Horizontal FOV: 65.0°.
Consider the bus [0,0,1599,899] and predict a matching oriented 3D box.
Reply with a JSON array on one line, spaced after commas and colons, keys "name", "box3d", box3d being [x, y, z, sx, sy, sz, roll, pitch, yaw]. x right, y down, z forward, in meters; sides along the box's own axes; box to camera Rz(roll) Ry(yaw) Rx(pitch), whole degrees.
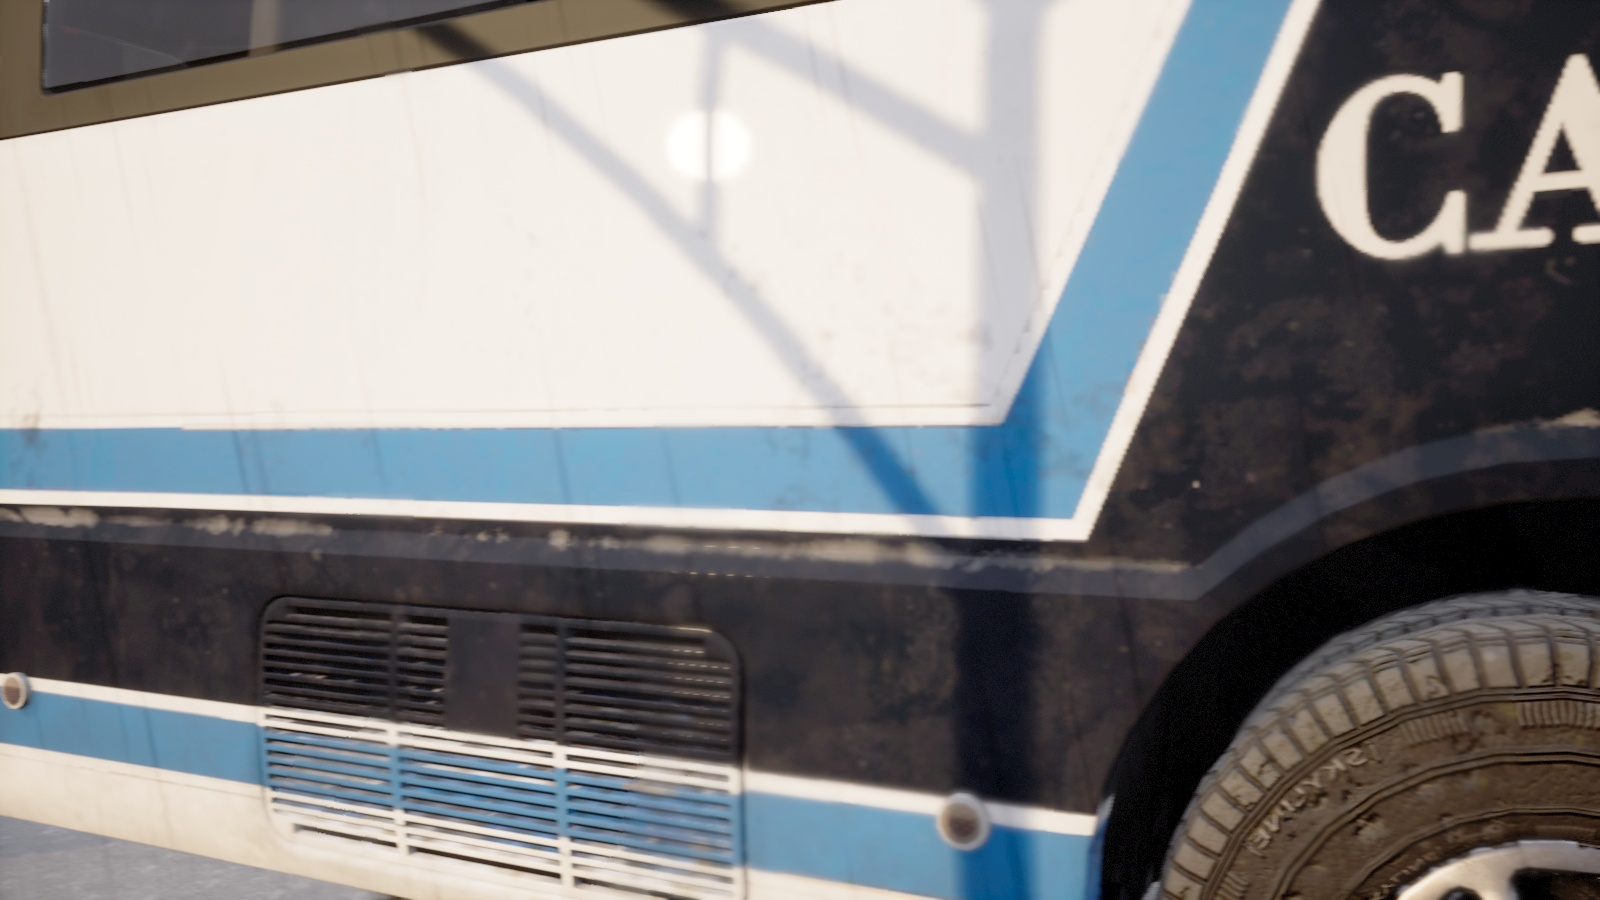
[{"name": "bus", "box3d": [-0.701, -0.645, 4.236, 10.273, 4.253, 3.944, 1, 1, 25]}]
